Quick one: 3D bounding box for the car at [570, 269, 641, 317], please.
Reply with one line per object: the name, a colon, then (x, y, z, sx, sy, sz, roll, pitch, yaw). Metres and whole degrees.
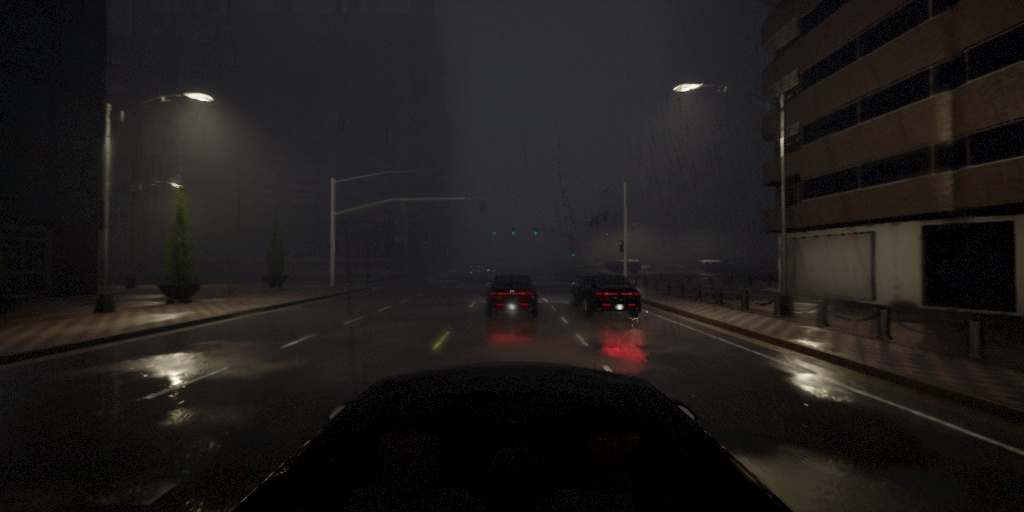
car: (3.513, 1.425, 14.090, 1.837, 1.490, 4.892, 0, 0, 0)

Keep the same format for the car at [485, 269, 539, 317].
car: (0.014, 1.425, 14.086, 1.837, 1.490, 4.892, 0, 0, 0)

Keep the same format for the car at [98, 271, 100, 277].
car: (-47.540, 1.851, 38.362, 5.357, 1.411, 2.033, 0, -1, 0)
